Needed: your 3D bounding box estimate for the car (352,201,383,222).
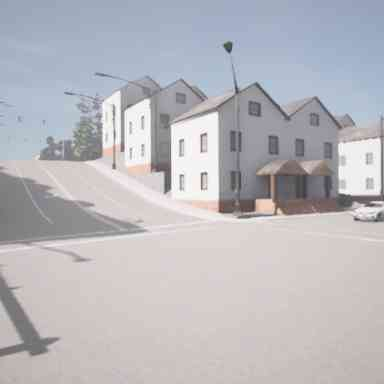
[{"bbox_3d":[14.227,1.439,25.312,4.674,1.442,1.812,0,0,-31],"label":"car"}]
